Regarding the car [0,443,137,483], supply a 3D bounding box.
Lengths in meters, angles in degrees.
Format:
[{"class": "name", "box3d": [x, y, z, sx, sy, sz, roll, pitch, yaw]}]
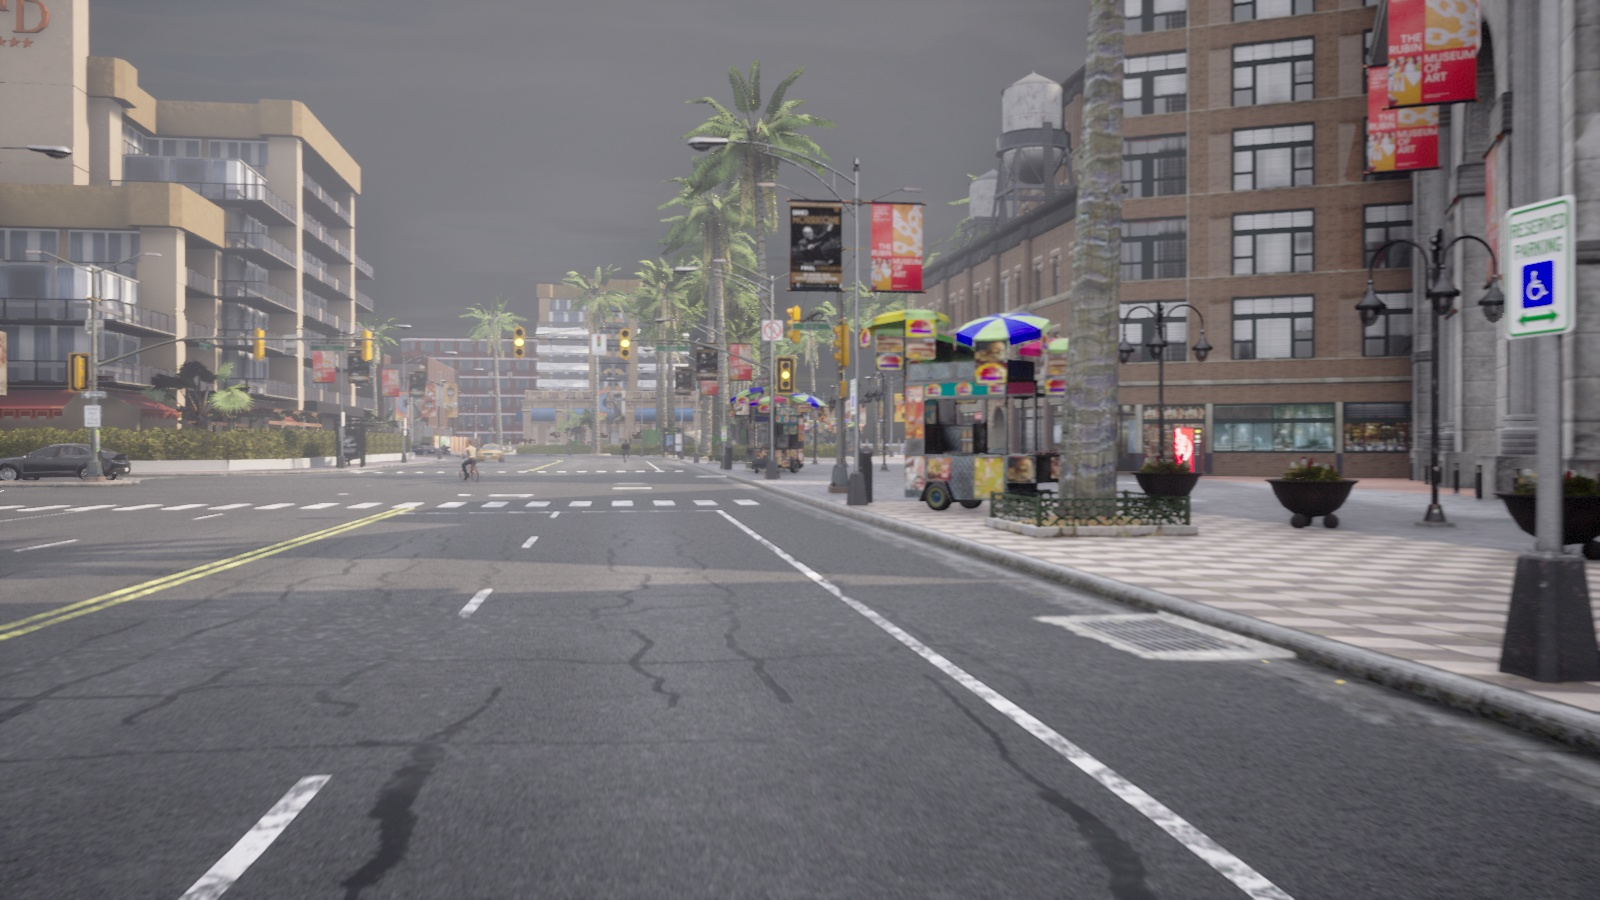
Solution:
[{"class": "car", "box3d": [-28.610, 0.477, 48.566, 4.892, 1.490, 1.837, 0, 0, -6]}]

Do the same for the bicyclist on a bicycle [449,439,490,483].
[{"class": "bicyclist on a bicycle", "box3d": [-12.585, 0.413, 47.816, 0.866, 1.612, 1.509, -2, 2, -42]}]
